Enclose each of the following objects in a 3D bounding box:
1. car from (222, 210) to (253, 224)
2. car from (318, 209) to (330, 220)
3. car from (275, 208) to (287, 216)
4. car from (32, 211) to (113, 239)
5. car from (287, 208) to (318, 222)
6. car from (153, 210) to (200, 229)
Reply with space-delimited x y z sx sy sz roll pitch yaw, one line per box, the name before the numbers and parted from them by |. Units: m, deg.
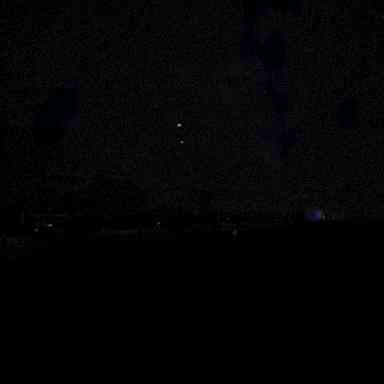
car | 5.195 2.758 37.424 1.837 1.490 4.892 1 -2 35
car | 21.436 3.642 55.272 2.097 1.767 4.553 0 -2 37
car | 14.092 3.027 49.821 1.882 1.535 5.008 1 -2 35
car | -7.087 1.890 20.181 2.128 1.511 4.902 1 -2 37
car | 15.678 3.356 47.136 2.128 1.511 4.902 1 -2 36
car | -1.253 2.288 28.345 2.128 1.511 4.902 1 -2 35
